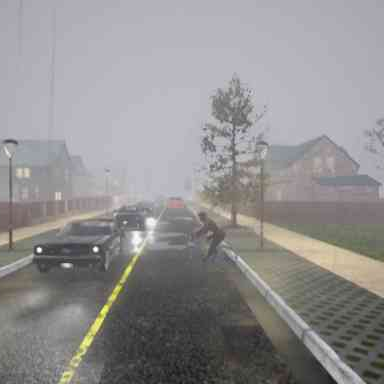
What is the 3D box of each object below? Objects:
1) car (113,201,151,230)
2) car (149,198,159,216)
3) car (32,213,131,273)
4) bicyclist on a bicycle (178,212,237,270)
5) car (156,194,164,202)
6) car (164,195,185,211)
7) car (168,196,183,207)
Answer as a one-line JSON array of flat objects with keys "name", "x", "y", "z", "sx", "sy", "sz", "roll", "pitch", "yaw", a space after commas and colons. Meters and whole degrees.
[{"name": "car", "x": -3.876, "y": 1.524, "z": 20.723, "sx": 1.994, "sy": 1.385, "sz": 4.181, "roll": 0, "pitch": 0, "yaw": -3}, {"name": "car", "x": -4.410, "y": 1.547, "z": 31.327, "sx": 1.895, "sy": 1.301, "sz": 4.718, "roll": 0, "pitch": 0, "yaw": -3}, {"name": "car", "x": -3.353, "y": 1.578, "z": 10.797, "sx": 1.895, "sy": 1.301, "sz": 4.718, "roll": 0, "pitch": 0, "yaw": -3}, {"name": "bicyclist on a bicycle", "x": 0.444, "y": 1.384, "z": 9.267, "sx": 1.656, "sy": 1.620, "sz": 0.582, "roll": 0, "pitch": 0, "yaw": -3}, {"name": "car", "x": -6.290, "y": 1.298, "z": 67.581, "sx": 2.097, "sy": 1.767, "sz": 4.553, "roll": 0, "pitch": 0, "yaw": -3}, {"name": "car", "x": -1.921, "y": 1.289, "z": 39.295, "sx": 2.097, "sy": 1.767, "sz": 4.553, "roll": 0, "pitch": 0, "yaw": -3}, {"name": "car", "x": -2.479, "y": 1.425, "z": 49.792, "sx": 2.128, "sy": 1.511, "sz": 4.902, "roll": 0, "pitch": 0, "yaw": -3}]
